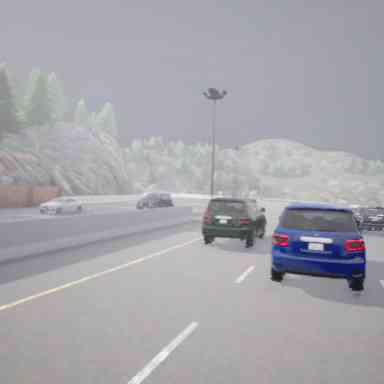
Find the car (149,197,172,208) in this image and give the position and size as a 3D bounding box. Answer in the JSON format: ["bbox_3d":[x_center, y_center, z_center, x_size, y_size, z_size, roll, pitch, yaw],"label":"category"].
[{"bbox_3d":[-4.243,1.409,45.608,1.812,1.442,4.674,2,0,12],"label":"car"}]

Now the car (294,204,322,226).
[{"bbox_3d":[9.418,1.791,27.310,1.812,1.442,4.674,2,0,16],"label":"car"}]

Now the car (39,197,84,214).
[{"bbox_3d":[-11.749,1.197,30.259,1.812,1.442,4.674,2,0,17],"label":"car"}]

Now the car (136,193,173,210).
[{"bbox_3d":[-3.602,1.122,33.275,2.150,2.045,5.566,2,0,15],"label":"car"}]

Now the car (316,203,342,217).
[{"bbox_3d":[15.758,2.009,38.492,1.994,1.385,4.181,2,0,12],"label":"car"}]

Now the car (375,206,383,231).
[{"bbox_3d":[11.347,1.670,21.432,2.097,1.767,4.553,2,0,18],"label":"car"}]

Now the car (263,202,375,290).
[{"bbox_3d":[3.686,1.325,9.836,2.150,2.045,5.566,2,0,21],"label":"car"}]

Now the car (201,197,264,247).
[{"bbox_3d":[2.138,1.282,15.771,2.150,2.045,5.566,2,0,20],"label":"car"}]
